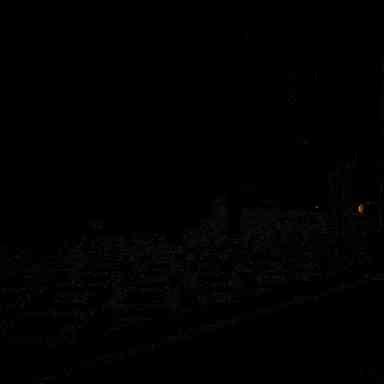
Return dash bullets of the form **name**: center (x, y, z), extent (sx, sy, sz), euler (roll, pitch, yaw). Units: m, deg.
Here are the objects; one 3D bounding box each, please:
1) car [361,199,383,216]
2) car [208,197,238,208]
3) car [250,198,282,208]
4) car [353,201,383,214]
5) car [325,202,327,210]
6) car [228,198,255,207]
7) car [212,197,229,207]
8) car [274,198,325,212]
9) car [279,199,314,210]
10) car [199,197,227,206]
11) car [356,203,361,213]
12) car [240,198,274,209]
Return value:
- **car**: center (17.340, 1.380, 28.635), extent (1.967, 1.590, 4.097), euler (2, -1, -37)
- **car**: center (4.685, 1.531, 50.856), extent (1.837, 1.490, 4.892), euler (2, -1, -35)
- **car**: center (11.381, 1.705, 51.543), extent (1.752, 1.417, 4.829), euler (2, -1, -36)
- **car**: center (21.080, 1.735, 38.033), extent (1.947, 1.339, 4.313), euler (2, -1, -36)
- **car**: center (17.880, 1.754, 42.490), extent (1.802, 1.307, 4.206), euler (2, -1, -36)
- **car**: center (8.280, 1.733, 55.861), extent (2.008, 1.369, 4.403), euler (2, -1, -36)
- **car**: center (4.654, 1.478, 46.301), extent (1.752, 1.417, 4.829), euler (2, -1, -36)
- **car**: center (12.696, 1.507, 39.668), extent (2.128, 1.511, 4.902), euler (2, -1, -36)
- **car**: center (14.680, 1.742, 46.947), extent (1.947, 1.339, 4.313), euler (2, -1, -36)
- **car**: center (3.598, 1.660, 57.735), extent (2.033, 1.411, 5.357), euler (2, -1, -35)
- **car**: center (18.543, 1.489, 31.520), extent (1.882, 1.535, 5.008), euler (2, -1, -36)
- **car**: center (7.755, 1.494, 41.981), extent (1.887, 1.381, 4.507), euler (2, -1, -36)
